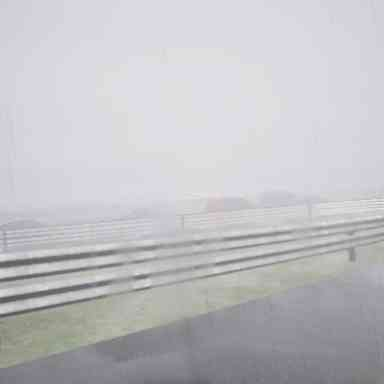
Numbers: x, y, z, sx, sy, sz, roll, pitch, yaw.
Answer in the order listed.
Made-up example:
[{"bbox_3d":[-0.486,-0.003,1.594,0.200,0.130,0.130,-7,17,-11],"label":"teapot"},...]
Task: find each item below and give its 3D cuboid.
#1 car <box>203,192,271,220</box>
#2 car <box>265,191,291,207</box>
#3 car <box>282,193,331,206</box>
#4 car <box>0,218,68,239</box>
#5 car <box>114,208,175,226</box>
[{"bbox_3d":[3.628,1.428,28.769,5.566,2.045,2.150,-3,2,-21],"label":"car"},{"bbox_3d":[10.516,0.835,38.826,5.566,2.045,2.150,-3,2,-21],"label":"car"},{"bbox_3d":[12.652,1.069,35.892,5.008,1.535,1.882,-3,2,-21],"label":"car"},{"bbox_3d":[-11.349,2.580,23.159,5.008,1.535,1.882,-3,2,-21],"label":"car"},{"bbox_3d":[-4.171,2.124,29.586,5.357,1.411,2.033,-3,2,-21],"label":"car"}]
